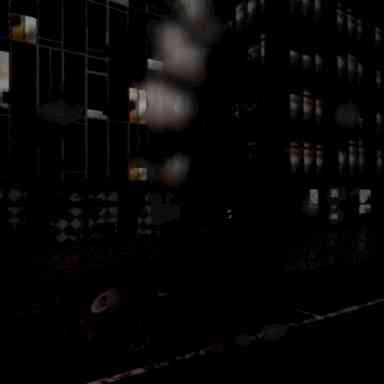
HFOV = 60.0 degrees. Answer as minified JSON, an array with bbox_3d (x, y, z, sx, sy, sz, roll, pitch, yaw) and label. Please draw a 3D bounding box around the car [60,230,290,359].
[{"bbox_3d":[-0.204,1.557,6.058,4.097,1.590,1.967,1,-2,-32],"label":"car"}]
